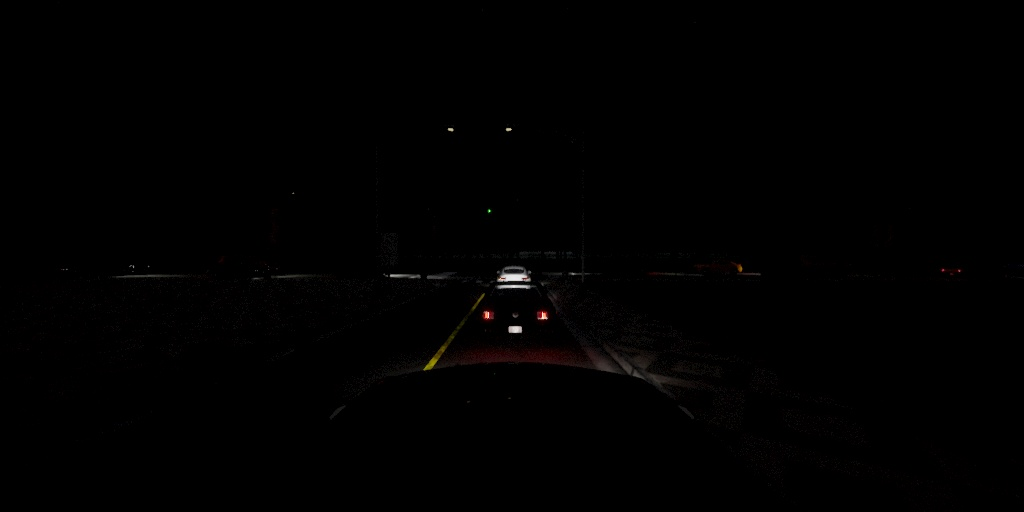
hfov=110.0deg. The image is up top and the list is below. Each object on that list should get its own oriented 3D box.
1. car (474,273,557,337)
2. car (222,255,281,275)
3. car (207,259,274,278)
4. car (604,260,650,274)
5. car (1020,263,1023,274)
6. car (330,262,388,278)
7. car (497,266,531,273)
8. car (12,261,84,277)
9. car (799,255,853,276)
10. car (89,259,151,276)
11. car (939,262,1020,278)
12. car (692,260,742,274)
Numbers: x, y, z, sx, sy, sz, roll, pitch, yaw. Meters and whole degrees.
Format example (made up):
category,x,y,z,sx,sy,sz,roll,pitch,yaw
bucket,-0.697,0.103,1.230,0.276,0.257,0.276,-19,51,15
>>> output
category,x,y,z,sx,sy,sz,roll,pitch,yaw
car,0.109,1.346,10.197,1.895,1.301,4.718,0,0,1
car,-26.618,0.940,36.402,5.566,2.045,2.150,0,0,0
car,-25.338,1.240,33.141,4.892,1.490,1.837,0,0,0
car,12.638,1.212,39.533,4.902,1.511,2.128,0,0,0
car,49.336,1.286,35.781,5.357,1.411,2.033,0,0,1
car,-13.972,1.348,33.053,4.718,1.301,1.895,0,0,1
car,0.116,1.265,20.191,1.812,1.442,4.674,0,0,1
car,-42.603,1.207,33.020,4.902,1.511,2.128,0,0,-1
car,30.694,0.961,35.926,5.566,2.045,2.150,0,0,0
car,-39.602,1.055,36.326,4.553,1.767,2.097,0,0,-1
car,42.300,1.357,32.626,4.718,1.301,1.895,0,0,1
car,22.484,1.198,39.446,5.008,1.535,1.882,0,0,0
